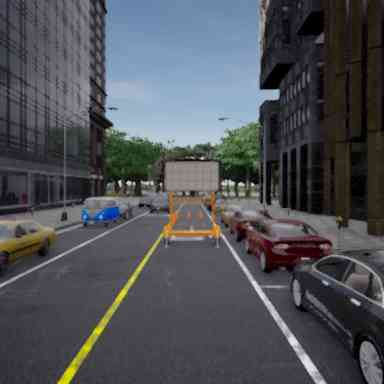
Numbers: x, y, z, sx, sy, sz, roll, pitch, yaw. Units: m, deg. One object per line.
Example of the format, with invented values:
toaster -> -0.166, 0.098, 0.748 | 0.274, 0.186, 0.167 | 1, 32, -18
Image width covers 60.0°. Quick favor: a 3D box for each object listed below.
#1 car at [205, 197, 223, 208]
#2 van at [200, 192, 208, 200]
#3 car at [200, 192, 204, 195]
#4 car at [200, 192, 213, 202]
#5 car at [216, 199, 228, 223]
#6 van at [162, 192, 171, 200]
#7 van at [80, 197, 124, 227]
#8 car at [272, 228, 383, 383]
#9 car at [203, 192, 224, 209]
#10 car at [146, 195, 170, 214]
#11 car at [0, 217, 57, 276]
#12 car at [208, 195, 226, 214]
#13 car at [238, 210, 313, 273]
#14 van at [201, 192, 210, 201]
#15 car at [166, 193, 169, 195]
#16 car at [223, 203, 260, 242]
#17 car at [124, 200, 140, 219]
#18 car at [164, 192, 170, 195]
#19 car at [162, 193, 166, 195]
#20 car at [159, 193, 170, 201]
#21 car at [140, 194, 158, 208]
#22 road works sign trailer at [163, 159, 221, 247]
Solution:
car -> 2.773, 1.311, 42.960 | 2.008, 1.369, 4.403 | 0, 0, 0
van -> 2.780, 0.934, 75.584 | 1.690, 1.788, 3.998 | 0, 0, 0
car -> 2.776, 1.115, 59.271 | 1.967, 1.590, 4.097 | 0, 0, 0
car -> 2.777, 0.963, 64.709 | 2.192, 1.841, 5.009 | 0, 0, 0
car -> 2.767, 1.404, 21.380 | 1.752, 1.417, 4.829 | 0, 0, 0
van -> -5.745, 0.934, 75.586 | 1.690, 1.788, 3.998 | 0, 0, 0
van -> -5.758, 1.220, 21.211 | 1.690, 1.788, 3.998 | 0, 0, 0
car -> 2.764, 1.522, 4.897 | 2.008, 1.369, 4.403 | 0, 0, 0
car -> 2.771, 1.105, 37.521 | 2.192, 1.841, 5.009 | 0, 0, 0
car -> -3.087, 1.318, 33.147 | 1.837, 1.490, 4.892 | 0, 0, 0
car -> -5.760, 1.467, 10.167 | 1.752, 1.417, 4.829 | 0, 0, 0
car -> 2.770, 1.344, 32.255 | 1.752, 1.417, 4.829 | 0, 0, 0
car -> 2.765, 1.485, 10.335 | 1.887, 1.381, 4.507 | 0, 0, 0
van -> 2.779, 0.962, 70.146 | 1.690, 1.788, 3.998 | 0, 0, 0
car -> -5.749, 1.241, 59.274 | 1.947, 1.339, 4.313 | 0, 0, 0
car -> 2.766, 1.455, 15.772 | 1.887, 1.381, 4.507 | 0, 0, 0
car -> -5.757, 1.400, 26.650 | 2.008, 1.369, 4.403 | 0, 0, 0
car -> -5.748, 1.174, 64.542 | 1.752, 1.417, 4.829 | 0, 0, 0
car -> -5.750, 1.230, 53.667 | 1.752, 1.417, 4.829 | 0, 0, 0
car -> -5.746, 1.061, 70.149 | 1.967, 1.590, 4.097 | 0, 0, 0
car -> -5.753, 1.326, 42.962 | 1.947, 1.339, 4.313 | 0, 0, 0
road works sign trailer -> 0.004, 0.381, 14.472 | 2.380, 3.560, 2.880 | 0, 0, 0
